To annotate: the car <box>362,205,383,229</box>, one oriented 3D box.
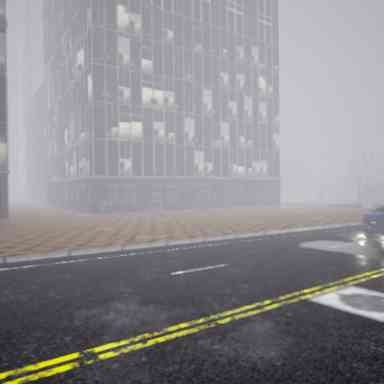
[{"bbox_3d":[12.454,1.494,20.542,5.008,1.535,1.882,0,0,-35],"label":"car"}]
